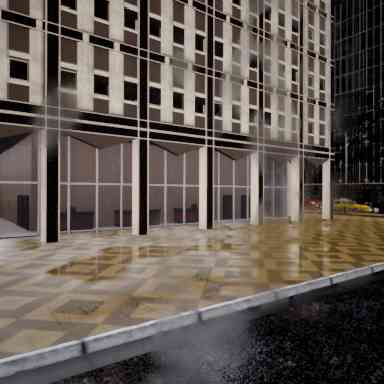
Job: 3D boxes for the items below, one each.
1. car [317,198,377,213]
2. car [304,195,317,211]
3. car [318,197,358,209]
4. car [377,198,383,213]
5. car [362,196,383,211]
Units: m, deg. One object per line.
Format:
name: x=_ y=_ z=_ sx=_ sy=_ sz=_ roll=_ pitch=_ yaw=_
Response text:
car: x=15.766 y=1.415 z=34.004 sx=1.752 sy=1.417 sz=4.829 roll=1 pitch=0 yaw=-36
car: x=12.322 y=1.171 z=38.729 sx=2.192 sy=1.841 sz=5.009 roll=1 pitch=0 yaw=-36
car: x=19.225 y=1.438 z=43.819 sx=2.008 sy=1.369 sz=4.403 roll=1 pitch=0 yaw=-36
car: x=20.038 y=1.424 z=32.783 sx=1.837 sy=1.490 sz=4.892 roll=0 pitch=0 yaw=-36
car: x=22.620 y=1.361 z=39.268 sx=1.967 sy=1.590 sz=4.097 roll=1 pitch=0 yaw=-36
